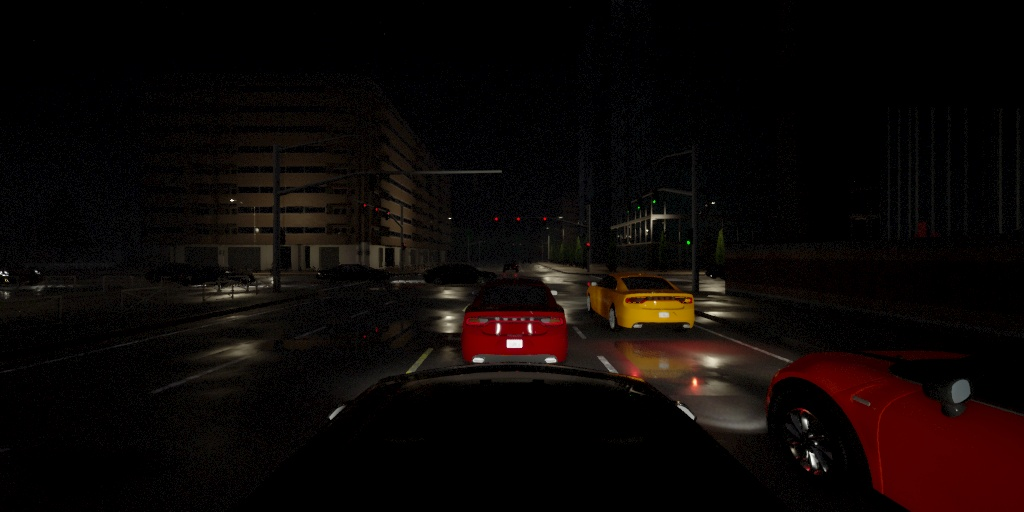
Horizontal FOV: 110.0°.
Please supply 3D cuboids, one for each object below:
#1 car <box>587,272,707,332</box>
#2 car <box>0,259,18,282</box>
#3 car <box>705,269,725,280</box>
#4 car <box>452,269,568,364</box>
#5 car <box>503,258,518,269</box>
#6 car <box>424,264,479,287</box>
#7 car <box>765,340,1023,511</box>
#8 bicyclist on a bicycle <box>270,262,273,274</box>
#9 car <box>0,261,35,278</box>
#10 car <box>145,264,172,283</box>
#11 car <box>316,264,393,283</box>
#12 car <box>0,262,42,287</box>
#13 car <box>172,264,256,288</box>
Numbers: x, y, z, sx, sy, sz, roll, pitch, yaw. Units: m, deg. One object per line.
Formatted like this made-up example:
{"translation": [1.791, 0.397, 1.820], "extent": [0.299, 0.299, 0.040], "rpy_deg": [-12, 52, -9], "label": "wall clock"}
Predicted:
{"translation": [3.580, 1.228, 10.879], "extent": [1.882, 1.535, 5.008], "rpy_deg": [0, 0, 0], "label": "car"}
{"translation": [-41.915, 1.157, 27.741], "extent": [4.553, 1.767, 2.097], "rpy_deg": [0, 0, 0], "label": "car"}
{"translation": [19.530, 1.406, 31.180], "extent": [4.718, 1.301, 1.895], "rpy_deg": [0, 0, 0], "label": "car"}
{"translation": [0.061, 1.228, 8.105], "extent": [1.882, 1.535, 5.008], "rpy_deg": [0, 0, 0], "label": "car"}
{"translation": [-0.176, 1.275, 45.932], "extent": [1.812, 1.442, 4.674], "rpy_deg": [0, 0, 0], "label": "car"}
{"translation": [-3.401, 1.278, 24.072], "extent": [4.892, 1.490, 1.837], "rpy_deg": [0, 0, 0], "label": "car"}
{"translation": [3.600, 1.102, 1.733], "extent": [2.097, 1.767, 4.553], "rpy_deg": [0, 0, 0], "label": "car"}
{"translation": [-25.527, 1.106, 38.644], "extent": [0.582, 1.620, 1.656], "rpy_deg": [0, 0, 0], "label": "bicyclist on a bicycle"}
{"translation": [-50.339, 1.297, 34.913], "extent": [4.902, 1.511, 2.128], "rpy_deg": [0, 0, 1], "label": "car"}
{"translation": [-25.455, 1.331, 27.668], "extent": [4.674, 1.442, 1.812], "rpy_deg": [0, 0, 0], "label": "car"}
{"translation": [-12.175, 1.338, 27.927], "extent": [5.357, 1.411, 2.033], "rpy_deg": [0, 0, -6], "label": "car"}
{"translation": [-34.957, 1.156, 24.204], "extent": [4.553, 1.767, 2.097], "rpy_deg": [0, 0, 0], "label": "car"}
{"translation": [-19.722, 1.369, 24.137], "extent": [4.181, 1.385, 1.994], "rpy_deg": [0, 0, 0], "label": "car"}
